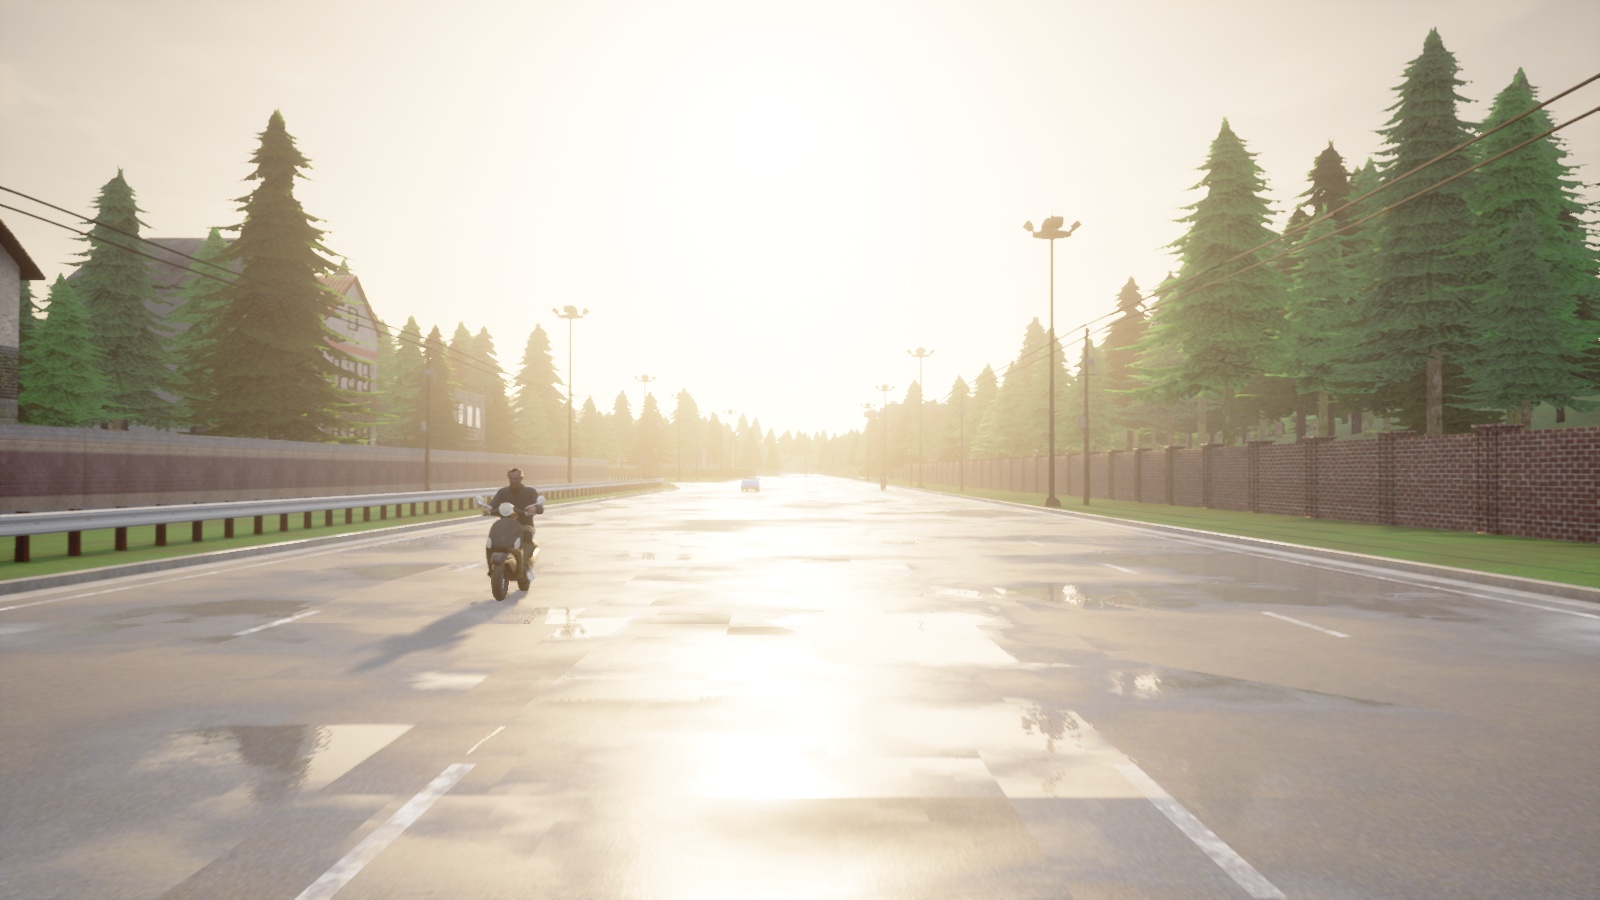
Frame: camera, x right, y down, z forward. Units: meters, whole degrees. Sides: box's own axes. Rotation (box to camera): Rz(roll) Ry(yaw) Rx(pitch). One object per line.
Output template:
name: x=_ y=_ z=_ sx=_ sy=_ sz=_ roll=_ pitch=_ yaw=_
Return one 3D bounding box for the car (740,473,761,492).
car: x=-3.728 y=2.478 z=95.208 sx=1.481 sy=1.376 sz=2.207 roll=0 pitch=-1 yaw=0

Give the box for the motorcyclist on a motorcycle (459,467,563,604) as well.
motorcyclist on a motorcycle: x=-3.538 y=1.040 z=15.536 sx=0.866 sy=1.590 sz=1.817 roll=0 pitch=-3 yaw=0
